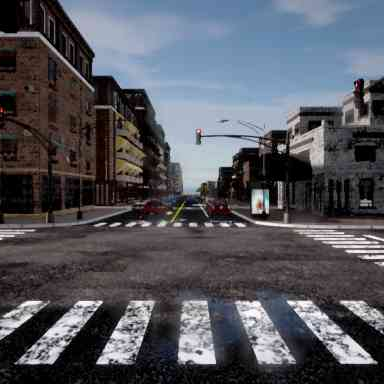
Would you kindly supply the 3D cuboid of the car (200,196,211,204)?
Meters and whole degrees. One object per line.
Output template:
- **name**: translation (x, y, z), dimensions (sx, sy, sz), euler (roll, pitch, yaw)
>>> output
- **car**: translation (2.563, 1.591, 66.030), dimensions (2.008, 1.369, 4.403), euler (-1, 0, 0)

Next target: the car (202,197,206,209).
- **car**: translation (2.605, 1.597, 43.243), dimensions (1.802, 1.307, 4.206), euler (0, 0, 0)

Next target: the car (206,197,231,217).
- **car**: translation (2.625, 1.446, 31.849), dimensions (1.967, 1.590, 4.097), euler (0, 0, 0)

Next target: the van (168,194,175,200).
- **van**: translation (-5.873, 1.430, 94.485), dimensions (1.690, 1.788, 3.998), euler (-1, 0, 0)

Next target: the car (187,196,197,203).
- **car**: translation (-0.041, 1.593, 70.303), dimensions (2.033, 1.411, 5.357), euler (0, 0, 0)

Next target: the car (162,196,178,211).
- **car**: translation (-3.171, 1.560, 40.568), dimensions (2.033, 1.411, 5.357), euler (0, 0, 0)

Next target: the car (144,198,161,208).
- **car**: translation (-5.786, 1.571, 48.912), dimensions (2.008, 1.369, 4.403), euler (0, 0, 0)

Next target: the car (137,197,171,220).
- **car**: translation (-3.157, 1.481, 28.621), dimensions (1.882, 1.535, 5.008), euler (0, 0, 0)

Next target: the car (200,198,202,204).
- **car**: translation (2.594, 1.571, 48.940), dimensions (2.008, 1.369, 4.403), euler (0, 0, 0)

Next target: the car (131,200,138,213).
- **car**: translation (-5.765, 1.561, 37.518), dimensions (2.008, 1.369, 4.403), euler (0, 0, 0)

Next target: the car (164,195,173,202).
- **car**: translation (-5.850, 1.592, 82.921), dimensions (1.752, 1.417, 4.829), euler (-1, 0, 0)
